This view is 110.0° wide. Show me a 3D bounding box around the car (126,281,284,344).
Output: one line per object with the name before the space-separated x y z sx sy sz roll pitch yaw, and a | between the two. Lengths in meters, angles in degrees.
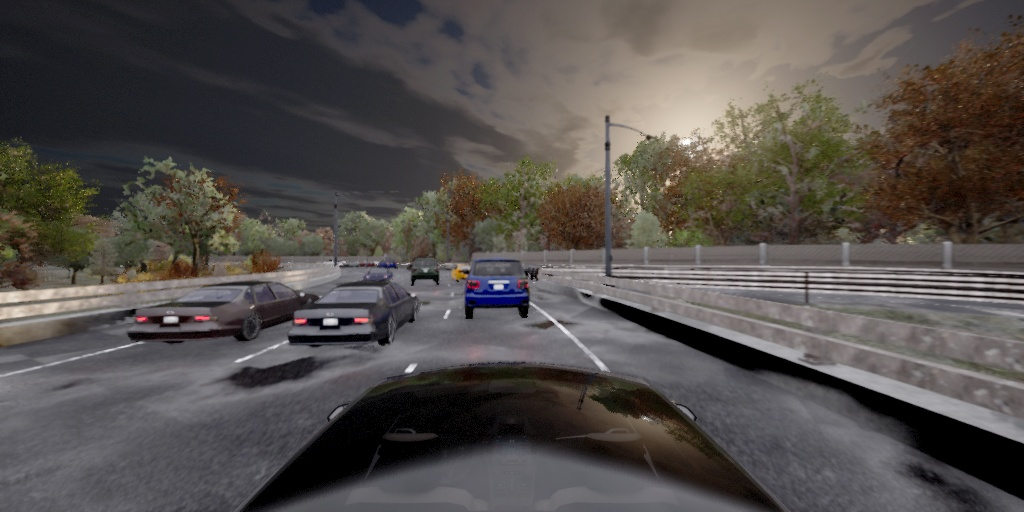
car | -7.329 1.400 9.994 2.033 1.411 5.357 0 0 -5

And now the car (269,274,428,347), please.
car | -3.804 1.380 9.635 2.033 1.411 5.357 0 0 -4

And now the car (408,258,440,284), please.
car | -7.164 1.226 29.526 2.150 2.045 5.566 0 0 -15

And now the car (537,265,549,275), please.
car | 1.237 1.450 33.045 1.882 1.535 5.008 0 0 -39

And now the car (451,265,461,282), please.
car | -4.280 1.490 32.097 1.882 1.535 5.008 0 -1 -15

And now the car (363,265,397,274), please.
car | -10.562 1.619 28.725 1.895 1.301 4.718 0 0 -15

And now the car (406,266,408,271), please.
car | -16.025 1.829 59.285 1.994 1.385 4.181 0 -1 -31

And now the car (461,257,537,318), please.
car | -0.678 1.070 13.704 2.150 2.045 5.566 0 0 -6
